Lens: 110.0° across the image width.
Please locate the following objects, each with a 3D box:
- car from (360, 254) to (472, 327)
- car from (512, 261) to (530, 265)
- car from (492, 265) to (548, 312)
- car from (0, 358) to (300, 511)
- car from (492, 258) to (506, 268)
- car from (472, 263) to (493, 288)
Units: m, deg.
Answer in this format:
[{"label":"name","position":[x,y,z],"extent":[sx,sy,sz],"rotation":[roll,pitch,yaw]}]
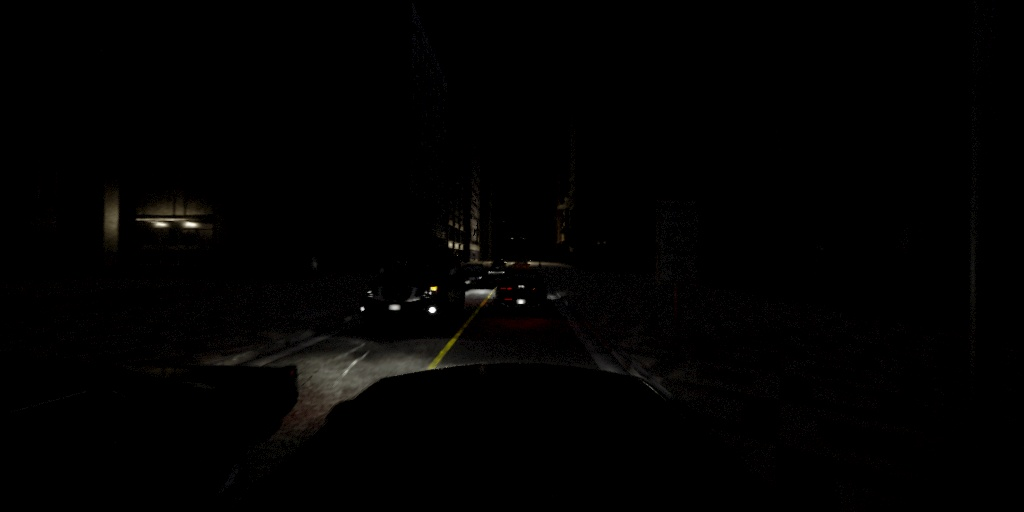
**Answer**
[{"label":"car","position":[-2.887,0.946,11.803],"extent":[2.150,2.045,5.566],"rotation":[1,0,1]},{"label":"car","position":[1.045,1.280,40.547],"extent":[1.882,1.535,5.008],"rotation":[1,0,2]},{"label":"car","position":[0.369,1.272,14.351],"extent":[1.837,1.490,4.892],"rotation":[1,0,2]},{"label":"car","position":[-3.162,1.312,1.441],"extent":[1.895,1.301,4.718],"rotation":[1,0,2]},{"label":"car","position":[-1.827,1.337,49.011],"extent":[1.837,1.490,4.892],"rotation":[1,0,1]},{"label":"car","position":[-2.568,1.266,23.774],"extent":[1.812,1.442,4.674],"rotation":[1,0,2]}]
